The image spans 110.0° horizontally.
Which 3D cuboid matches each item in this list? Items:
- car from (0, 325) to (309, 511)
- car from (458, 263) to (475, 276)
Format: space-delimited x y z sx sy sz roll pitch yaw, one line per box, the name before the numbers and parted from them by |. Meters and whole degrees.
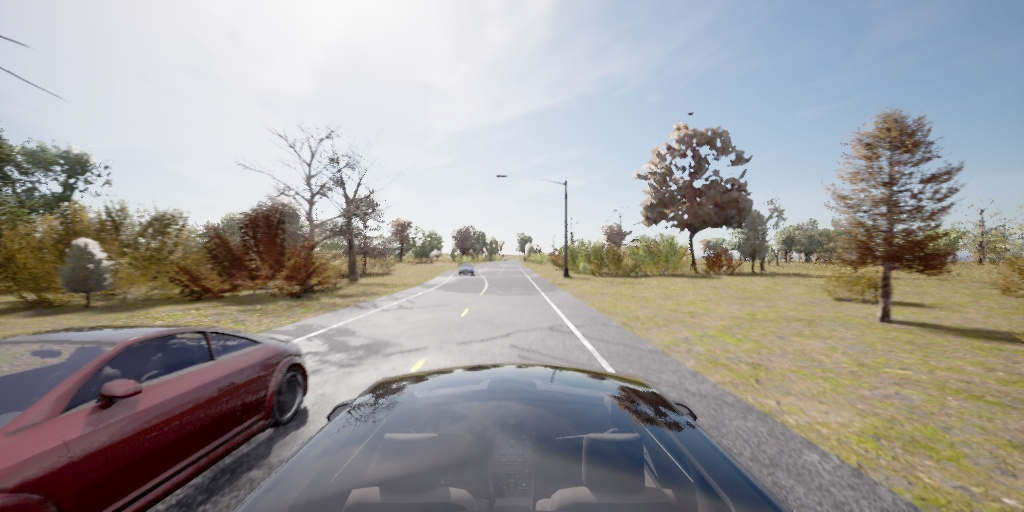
car | -3.603 1.326 2.905 1.994 1.385 4.181 0 -1 0
car | -5.476 1.614 43.129 1.812 1.442 4.674 0 0 -7
